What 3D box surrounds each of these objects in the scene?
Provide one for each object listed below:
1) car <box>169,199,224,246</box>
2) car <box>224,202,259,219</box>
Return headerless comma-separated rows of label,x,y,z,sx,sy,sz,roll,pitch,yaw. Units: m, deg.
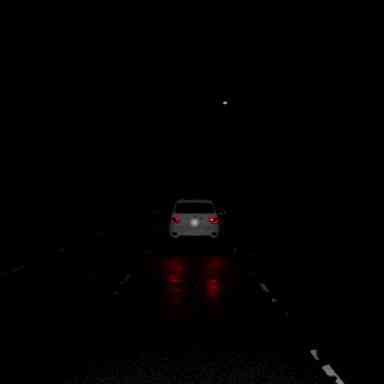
car,0.097,1.333,16.036,2.150,2.045,5.566,0,-1,0
car,4.485,1.721,32.293,4.892,1.490,1.837,0,-3,-42
